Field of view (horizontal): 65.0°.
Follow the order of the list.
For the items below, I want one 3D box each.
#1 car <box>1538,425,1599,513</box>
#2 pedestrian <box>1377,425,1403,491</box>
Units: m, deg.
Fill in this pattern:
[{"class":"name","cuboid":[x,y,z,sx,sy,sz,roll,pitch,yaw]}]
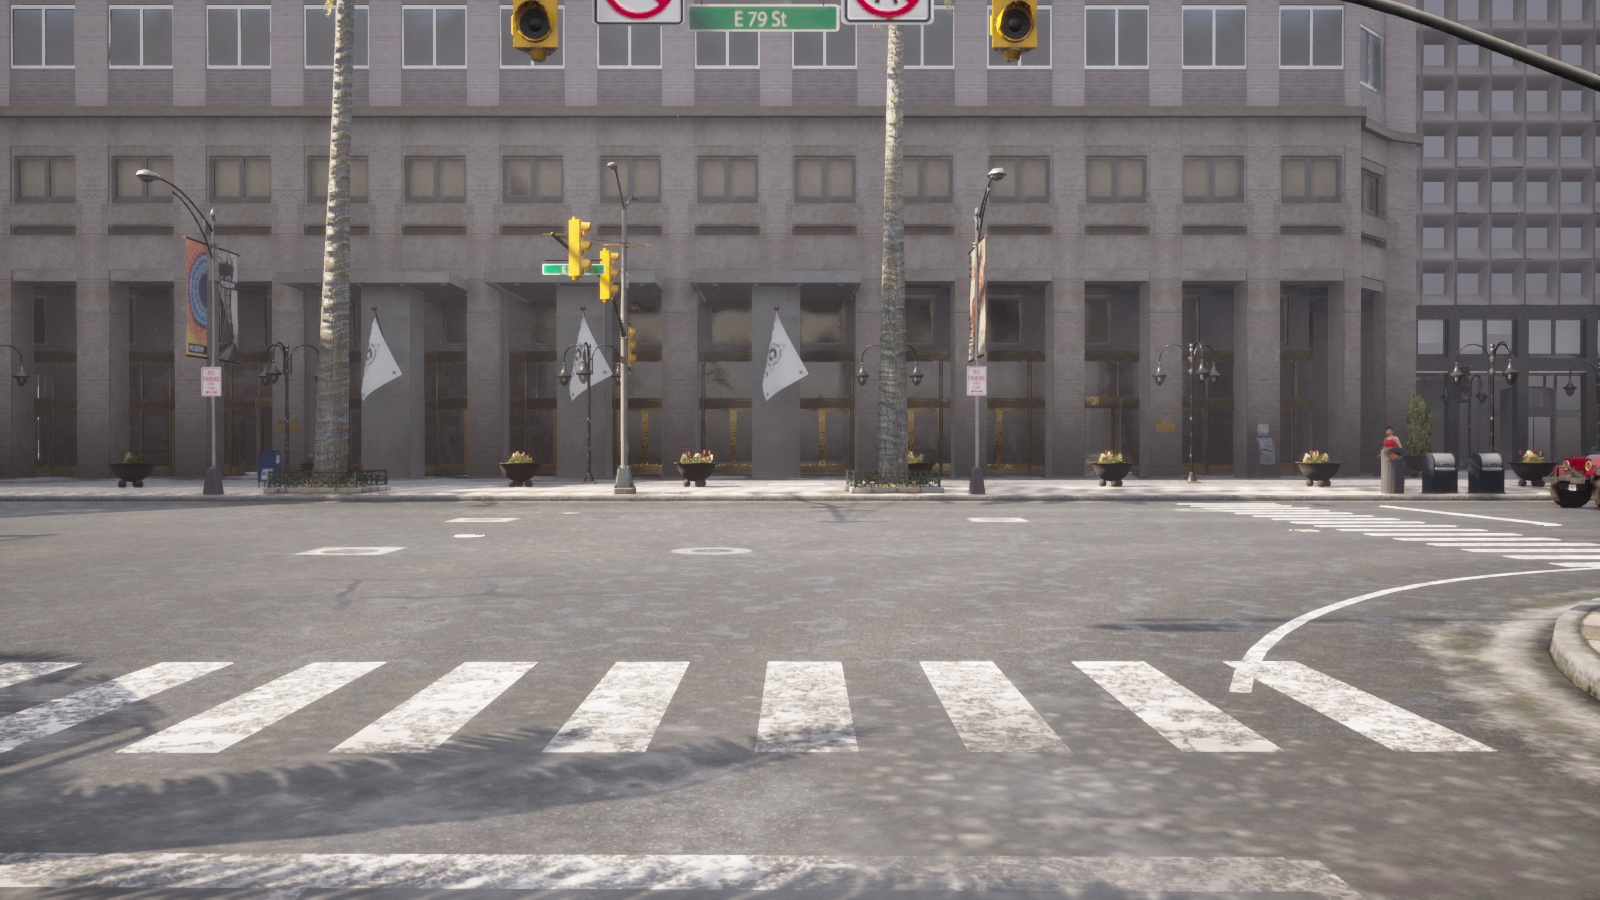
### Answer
[{"class":"car","cuboid":[18.784,0.401,27.708,3.866,1.878,1.905,0,0,1]},{"class":"pedestrian","cuboid":[16.437,0.219,34.989,0.594,1.836,0.345,0,0,-18]}]
